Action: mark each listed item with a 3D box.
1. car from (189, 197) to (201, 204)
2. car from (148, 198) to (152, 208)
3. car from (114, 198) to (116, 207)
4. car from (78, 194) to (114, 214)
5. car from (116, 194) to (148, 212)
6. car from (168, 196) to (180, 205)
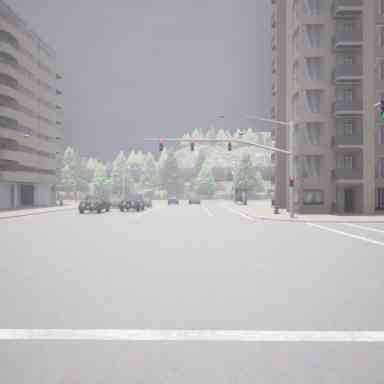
[{"bbox_3d":[0.490,1.564,61.520,1.994,1.385,4.181,0,0,5],"label":"car"},{"bbox_3d":[-6.962,1.526,48.971,1.812,1.442,4.674,0,0,0],"label":"car"},{"bbox_3d":[-10.478,1.526,45.842,1.812,1.442,4.674,0,0,0],"label":"car"},{"bbox_3d":[-10.508,1.221,36.239,2.150,2.045,5.566,0,0,0],"label":"car"},{"bbox_3d":[-6.999,1.221,39.442,2.150,2.045,5.566,0,0,0],"label":"car"},{"bbox_3d":[-3.355,1.526,60.003,1.812,1.442,4.674,0,0,0],"label":"car"}]
